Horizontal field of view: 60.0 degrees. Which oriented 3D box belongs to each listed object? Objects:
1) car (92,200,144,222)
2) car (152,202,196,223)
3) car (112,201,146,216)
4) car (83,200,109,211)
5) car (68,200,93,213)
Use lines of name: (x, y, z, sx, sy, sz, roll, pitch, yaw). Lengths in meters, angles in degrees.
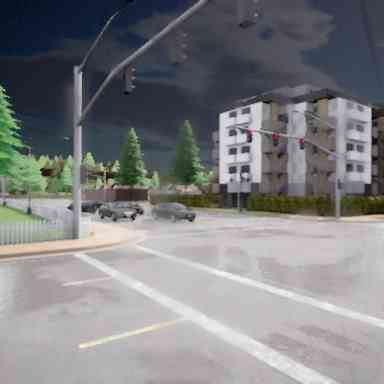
car: (-6.256, 1.572, 27.685, 2.128, 1.511, 4.902, 0, 0, -34)
car: (-1.537, 1.610, 26.963, 1.837, 1.490, 4.892, 0, 0, -34)
car: (-6.523, 1.671, 34.327, 1.994, 1.385, 4.181, 0, 0, -33)
car: (-12.518, 1.710, 43.216, 1.895, 1.301, 4.718, 0, 0, -34)
car: (-11.825, 1.684, 35.905, 1.895, 1.301, 4.718, 0, 0, -34)
